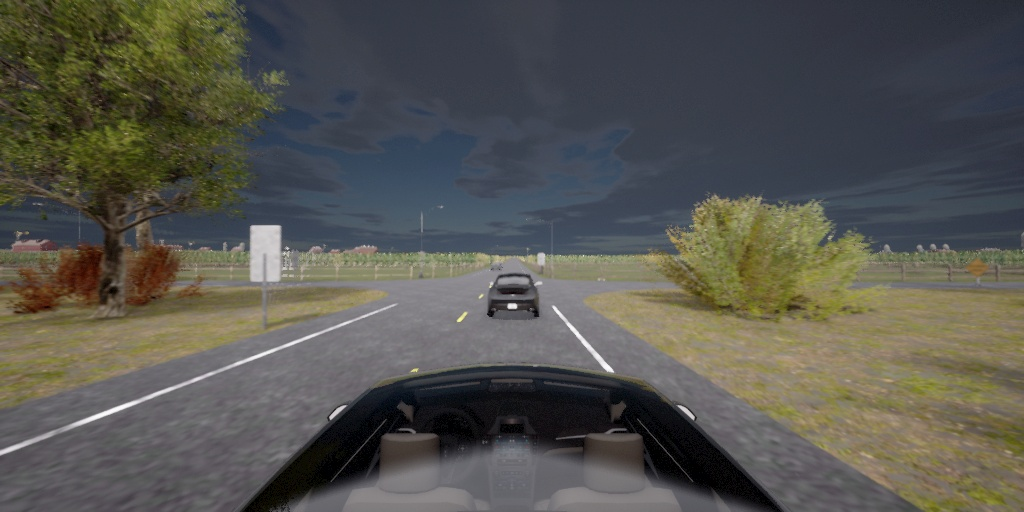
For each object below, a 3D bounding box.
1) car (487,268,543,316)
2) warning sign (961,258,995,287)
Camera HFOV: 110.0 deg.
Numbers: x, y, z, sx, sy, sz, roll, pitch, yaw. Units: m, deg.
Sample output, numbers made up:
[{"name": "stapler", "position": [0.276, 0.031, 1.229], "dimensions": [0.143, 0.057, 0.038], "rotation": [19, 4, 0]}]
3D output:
[{"name": "car", "position": [0.140, 1.418, 14.155], "dimensions": [1.837, 1.490, 4.892], "rotation": [0, 0, 3]}, {"name": "warning sign", "position": [30.764, 1.064, 23.664], "dimensions": [1.060, 1.860, 1.300], "rotation": [0, 0, 5]}]
